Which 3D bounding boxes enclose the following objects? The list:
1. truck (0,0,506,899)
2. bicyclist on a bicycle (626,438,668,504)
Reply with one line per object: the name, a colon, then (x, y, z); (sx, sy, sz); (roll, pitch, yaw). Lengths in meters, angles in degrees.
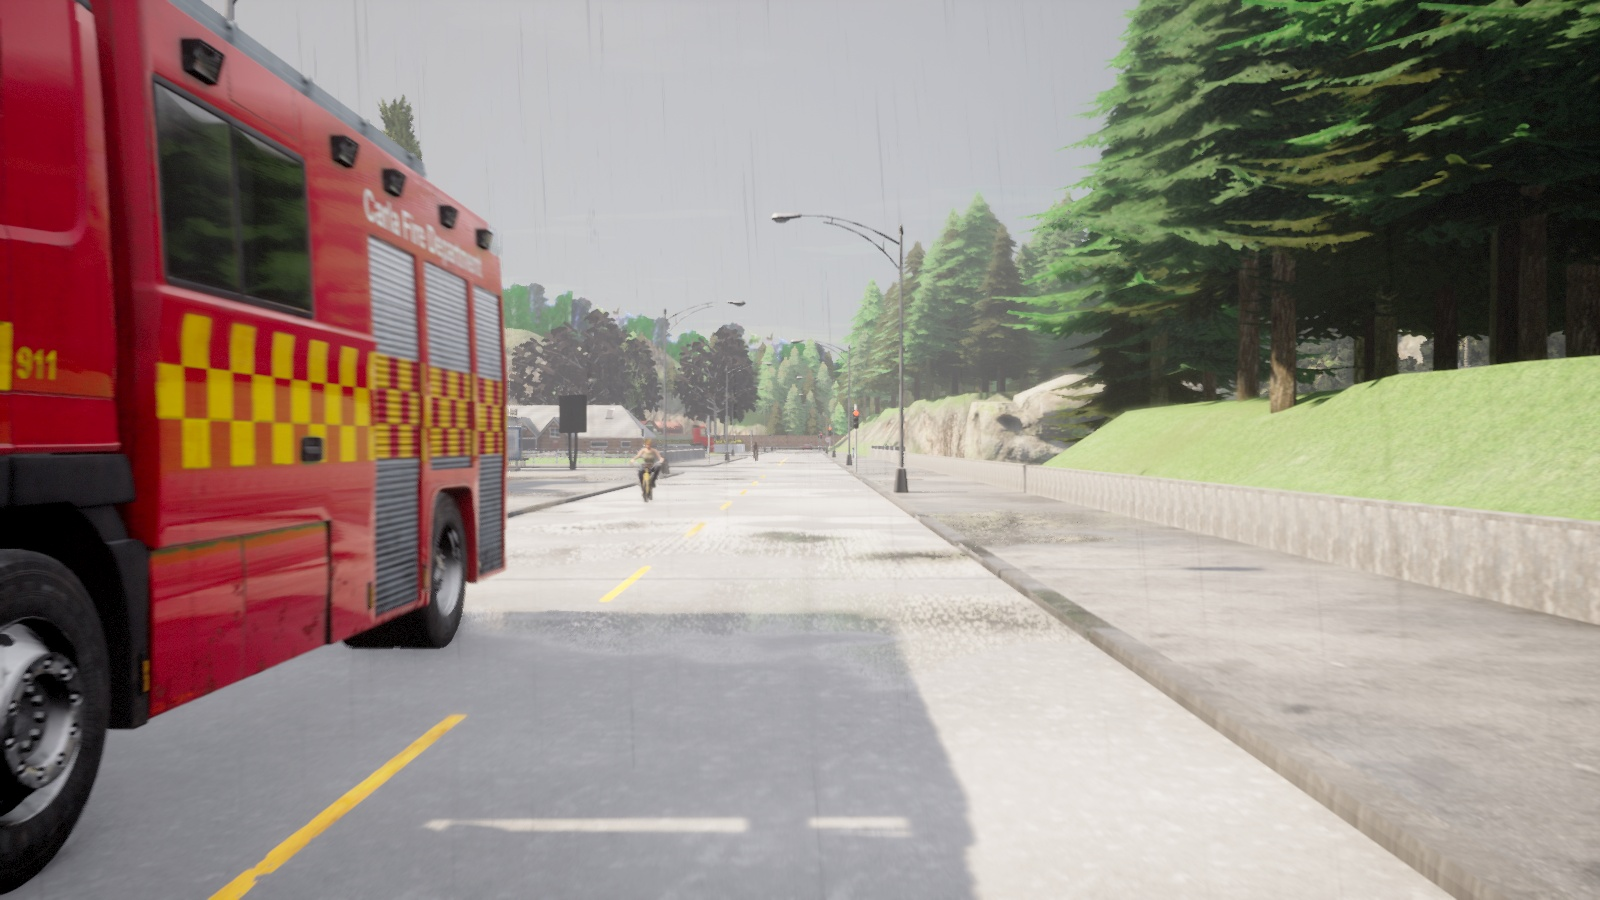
truck: (-3.948, -0.457, 6.357); (2.891, 3.827, 8.468); (0, 0, 0)
bicyclist on a bicycle: (-3.809, 0.503, 31.329); (0.866, 1.612, 1.509); (0, 0, 0)
